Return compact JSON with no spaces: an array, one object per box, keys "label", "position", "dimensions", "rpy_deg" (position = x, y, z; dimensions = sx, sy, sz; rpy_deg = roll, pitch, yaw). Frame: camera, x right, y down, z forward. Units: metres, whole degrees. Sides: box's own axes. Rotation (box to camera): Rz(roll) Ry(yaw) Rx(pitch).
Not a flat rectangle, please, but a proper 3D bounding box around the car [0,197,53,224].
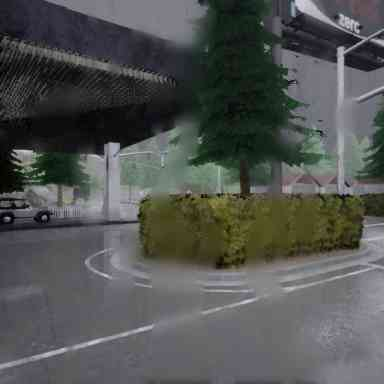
[{"label":"car","position":[-11.994,1.313,23.455],"dimensions":[3.866,1.878,1.905],"rpy_deg":[0,0,-36]}]
